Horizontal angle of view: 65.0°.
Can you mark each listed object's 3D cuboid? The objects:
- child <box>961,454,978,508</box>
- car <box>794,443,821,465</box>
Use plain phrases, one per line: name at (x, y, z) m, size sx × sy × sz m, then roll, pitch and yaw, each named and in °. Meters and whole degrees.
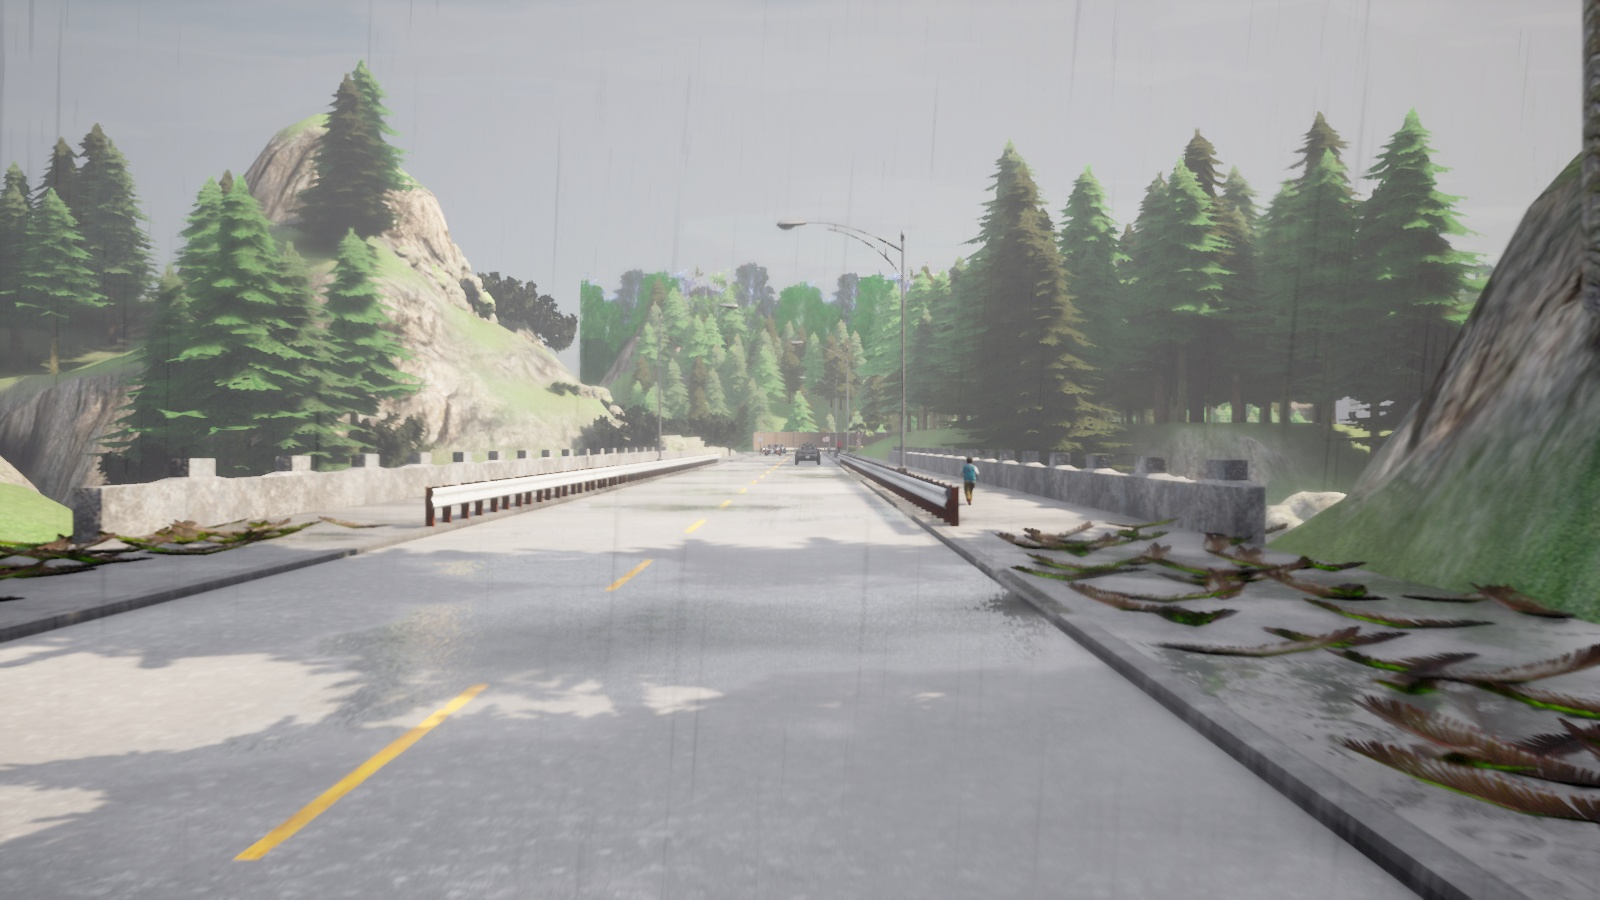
child at (3.790, 0.681, 28.112) m, size 0.343 × 1.192 × 0.448 m, roll 0°, pitch 0°, yaw 2°
car at (0.539, 0.265, 87.970) m, size 1.816 × 1.474 × 4.193 m, roll 0°, pitch 0°, yaw 0°
